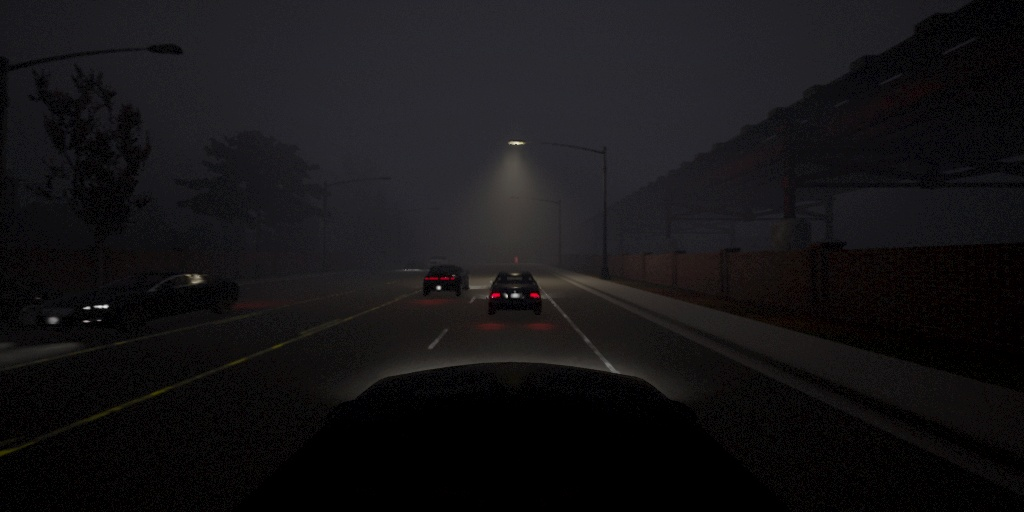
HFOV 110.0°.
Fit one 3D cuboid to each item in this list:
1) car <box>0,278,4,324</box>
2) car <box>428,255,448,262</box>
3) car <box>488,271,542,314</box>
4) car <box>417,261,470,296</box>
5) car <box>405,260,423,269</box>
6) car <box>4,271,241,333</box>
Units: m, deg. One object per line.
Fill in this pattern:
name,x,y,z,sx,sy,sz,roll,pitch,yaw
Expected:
car,-14.101,1.242,8.466,1.837,1.490,4.892,0,0,0
car,-10.583,0.868,51.677,2.150,2.045,5.566,0,0,0
car,0.098,1.273,13.610,2.033,1.411,5.357,0,0,0
car,-3.404,1.219,19.110,1.837,1.490,4.892,0,0,0
car,-14.080,1.210,51.945,1.994,1.385,4.181,0,0,0
car,-10.600,1.224,10.731,2.128,1.511,4.902,0,0,0
